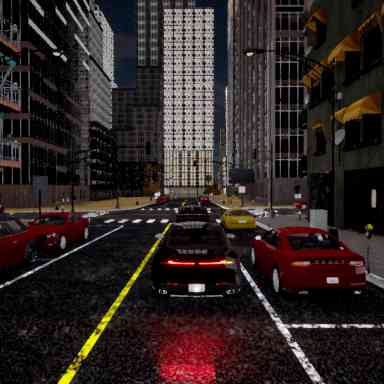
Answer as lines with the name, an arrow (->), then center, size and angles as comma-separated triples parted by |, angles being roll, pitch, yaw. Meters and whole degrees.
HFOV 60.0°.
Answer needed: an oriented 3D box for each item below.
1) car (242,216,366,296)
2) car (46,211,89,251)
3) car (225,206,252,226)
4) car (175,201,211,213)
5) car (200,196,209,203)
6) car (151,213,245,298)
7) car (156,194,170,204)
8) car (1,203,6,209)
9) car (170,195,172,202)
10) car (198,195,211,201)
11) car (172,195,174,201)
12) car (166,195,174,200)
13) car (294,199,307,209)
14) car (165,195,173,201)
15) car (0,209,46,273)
car -> 2.667, 1.543, 8.548 | 1.887, 1.381, 4.507 | -1, 0, 0
car -> -5.724, 1.543, 14.071 | 1.887, 1.381, 4.507 | -1, 0, 0
car -> 2.646, 1.522, 19.765 | 1.752, 1.417, 4.829 | -1, 0, 0
car -> 0.063, 1.475, 18.751 | 1.882, 1.535, 5.008 | 0, 0, 0
car -> 2.558, 1.521, 68.851 | 1.752, 1.417, 4.829 | -1, 0, 0
car -> 0.083, 1.503, 8.478 | 1.837, 1.490, 4.892 | 0, 0, 0
car -> -5.812, 1.541, 63.107 | 1.887, 1.381, 4.507 | -1, 0, 0
car -> -23.916, 1.745, 38.348 | 4.097, 1.590, 1.967 | -1, 1, -1
car -> -5.824, 1.311, 68.667 | 2.192, 1.841, 5.009 | -1, 0, 0
car -> 2.567, 1.436, 63.121 | 1.967, 1.590, 4.097 | -1, 0, 0
car -> -5.834, 1.311, 74.227 | 2.192, 1.841, 5.009 | -1, 0, 0
car -> -5.862, 1.542, 90.904 | 1.887, 1.381, 4.507 | -1, 0, 0
car -> 14.182, 1.254, 38.741 | 4.507, 1.381, 1.887 | -1, 1, -1
car -> -5.852, 1.522, 85.175 | 1.752, 1.417, 4.829 | -1, 0, 0
car -> -5.715, 1.439, 8.547 | 1.967, 1.590, 4.097 | -1, 0, 0
